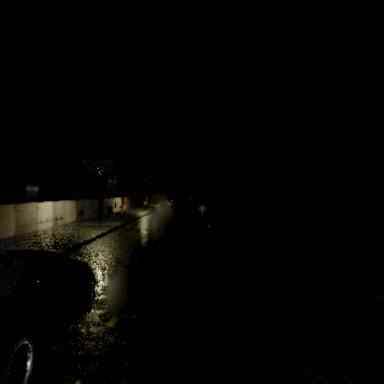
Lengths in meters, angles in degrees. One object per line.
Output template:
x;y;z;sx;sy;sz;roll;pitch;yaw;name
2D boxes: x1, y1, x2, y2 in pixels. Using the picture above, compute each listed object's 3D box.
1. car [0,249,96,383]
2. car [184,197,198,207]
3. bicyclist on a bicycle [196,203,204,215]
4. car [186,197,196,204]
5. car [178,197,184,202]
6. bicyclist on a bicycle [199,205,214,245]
-2.859;1.582;4.870;1.994;1.385;4.181;0;0;0;car
-0.013;1.772;57.068;1.812;1.442;4.674;0;0;-1;car
0.728;1.529;23.191;0.866;1.612;1.509;0;0;0;bicyclist on a bicycle
-0.129;1.854;73.654;2.128;1.511;4.902;0;0;0;car
-2.914;2.024;93.220;1.895;1.301;4.718;0;0;0;car
0.729;1.511;14.734;0.582;1.620;1.656;0;-1;0;bicyclist on a bicycle
